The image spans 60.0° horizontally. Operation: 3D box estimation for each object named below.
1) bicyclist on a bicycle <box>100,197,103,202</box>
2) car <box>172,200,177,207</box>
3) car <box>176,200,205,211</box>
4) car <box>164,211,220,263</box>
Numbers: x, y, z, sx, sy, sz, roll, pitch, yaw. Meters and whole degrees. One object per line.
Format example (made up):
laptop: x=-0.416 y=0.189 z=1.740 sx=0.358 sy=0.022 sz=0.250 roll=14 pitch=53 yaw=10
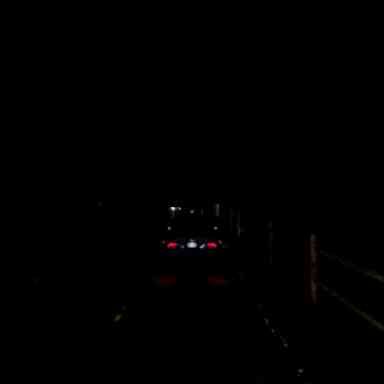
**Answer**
bicyclist on a bicycle: x=-22.467 y=1.962 z=82.566 sx=0.582 sy=1.620 sz=1.656 roll=1 pitch=0 yaw=1
car: x=-2.761 y=2.161 z=63.169 sx=1.812 sy=1.442 sz=4.674 roll=0 pitch=-1 yaw=1
car: x=0.027 y=1.640 z=28.444 sx=2.097 sy=1.767 sz=4.553 roll=0 pitch=-1 yaw=0
car: x=0.015 y=1.676 z=12.547 sx=2.033 sy=1.411 sz=5.357 roll=0 pitch=-1 yaw=0
